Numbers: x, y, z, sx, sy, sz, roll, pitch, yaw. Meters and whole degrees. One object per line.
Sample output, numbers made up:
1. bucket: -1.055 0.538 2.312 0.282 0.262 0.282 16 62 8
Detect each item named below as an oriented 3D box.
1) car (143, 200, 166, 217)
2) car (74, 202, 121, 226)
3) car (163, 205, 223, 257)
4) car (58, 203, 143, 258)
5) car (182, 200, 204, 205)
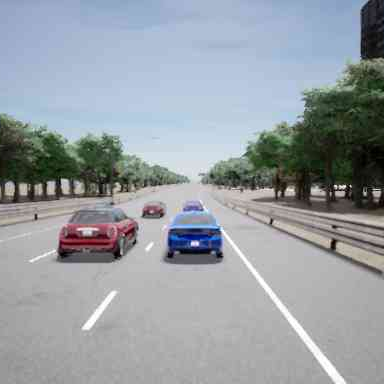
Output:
1. car: -3.392 1.497 30.379 1.812 1.442 4.674 0 0 0
2. car: -6.896 1.532 24.903 2.033 1.411 5.357 0 0 0
3. car: 0.100 1.480 12.928 1.882 1.535 5.008 0 0 0
4. car: -3.400 1.354 12.948 2.097 1.767 4.553 0 0 0
5. car: 0.108 1.498 30.366 1.812 1.442 4.674 0 0 0
